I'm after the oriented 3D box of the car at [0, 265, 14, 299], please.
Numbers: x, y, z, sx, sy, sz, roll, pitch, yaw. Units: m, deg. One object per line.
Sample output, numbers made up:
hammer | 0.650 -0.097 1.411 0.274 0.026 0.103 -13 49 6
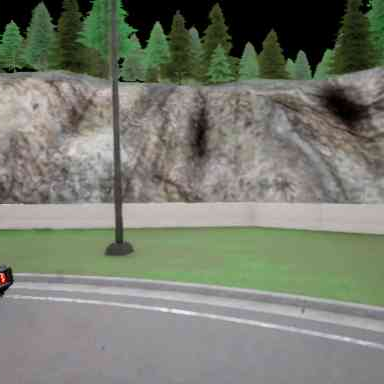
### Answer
car | -5.565 1.566 5.264 4.718 1.301 1.895 -1 1 6
